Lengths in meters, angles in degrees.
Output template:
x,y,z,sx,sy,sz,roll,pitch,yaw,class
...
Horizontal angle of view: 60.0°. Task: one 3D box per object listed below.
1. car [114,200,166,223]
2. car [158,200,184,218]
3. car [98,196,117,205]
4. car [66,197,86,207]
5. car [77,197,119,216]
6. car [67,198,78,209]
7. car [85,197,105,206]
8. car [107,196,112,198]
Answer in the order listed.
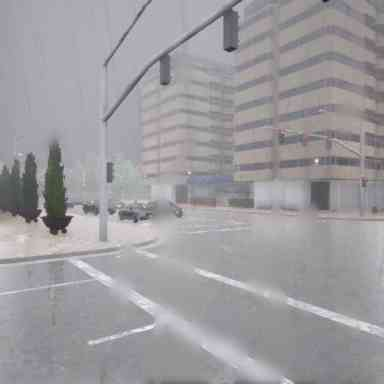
x,y,z,sx,sy,sz,roll,pitch,yaw,class
-4.135,1.564,25.786,1.994,1.385,4.181,0,0,-35,car
-2.612,1.505,29.718,1.837,1.490,4.892,0,0,-35,car
-15.555,1.526,60.807,1.812,1.442,4.674,0,0,-35,car
-18.320,1.565,52.293,1.994,1.385,4.181,0,0,-34,car
-9.429,1.547,33.362,2.033,1.411,5.357,0,0,-35,car
-17.320,1.478,44.685,1.882,1.535,5.008,0,0,-35,car
-16.407,1.564,55.918,1.994,1.385,4.181,0,0,-35,car
-9.519,1.492,39.607,2.128,1.511,4.902,0,0,-35,car
